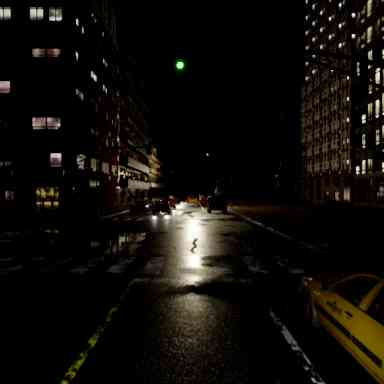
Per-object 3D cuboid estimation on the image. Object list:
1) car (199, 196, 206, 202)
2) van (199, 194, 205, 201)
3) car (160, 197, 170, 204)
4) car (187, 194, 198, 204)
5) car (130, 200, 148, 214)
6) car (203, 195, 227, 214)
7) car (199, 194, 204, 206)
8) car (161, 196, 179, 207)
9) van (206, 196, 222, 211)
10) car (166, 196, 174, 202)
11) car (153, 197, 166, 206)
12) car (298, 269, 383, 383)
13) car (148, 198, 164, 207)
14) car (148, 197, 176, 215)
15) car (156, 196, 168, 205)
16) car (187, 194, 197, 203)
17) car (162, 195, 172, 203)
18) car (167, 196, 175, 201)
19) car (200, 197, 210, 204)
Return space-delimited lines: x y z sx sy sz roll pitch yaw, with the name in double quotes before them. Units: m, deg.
"car" 2.705 1.717 86.235 1.752 1.417 4.829 0 0 0
"van" 2.705 1.550 91.592 1.690 1.788 3.998 0 0 0
"car" -5.679 1.722 69.488 1.802 1.307 4.206 0 0 0
"car" 0.114 1.606 65.341 1.882 1.535 5.008 0 0 0
"car" -5.685 1.606 36.328 2.008 1.369 4.403 0 0 0
"car" 2.693 1.371 36.327 2.192 1.841 5.009 0 0 0
"car" 2.698 1.424 58.432 2.192 1.841 5.009 0 0 0
"car" -3.091 1.601 45.297 1.812 1.442 4.674 0 0 0
"van" 2.694 1.408 41.852 1.690 1.788 3.998 0 0 0
"car" -5.675 1.716 85.898 1.752 1.417 4.829 0 0 0
"car" -5.681 1.654 58.433 1.887 1.381 4.507 0 0 0
"car" 2.688 1.530 4.083 1.752 1.417 4.829 0 0 0
"car" -5.682 1.645 52.907 2.008 1.369 4.403 0 0 0
"car" -3.093 1.602 35.420 2.033 1.411 5.357 0 0 0
"car" -5.681 1.565 63.961 1.967 1.590 4.097 0 0 0
"car" 0.019 1.384 75.817 2.150 2.045 5.566 0 0 0
"car" -5.678 1.597 75.014 1.967 1.590 4.097 0 0 0
"car" -5.674 1.754 91.593 1.887 1.381 4.507 0 0 0
"car" 2.701 1.685 69.486 1.887 1.381 4.507 0 0 0
